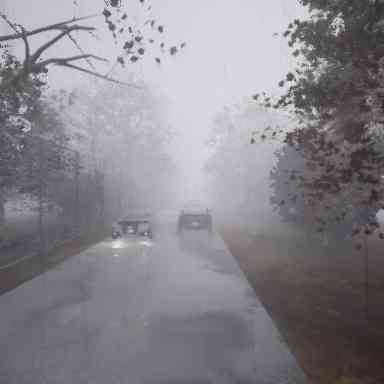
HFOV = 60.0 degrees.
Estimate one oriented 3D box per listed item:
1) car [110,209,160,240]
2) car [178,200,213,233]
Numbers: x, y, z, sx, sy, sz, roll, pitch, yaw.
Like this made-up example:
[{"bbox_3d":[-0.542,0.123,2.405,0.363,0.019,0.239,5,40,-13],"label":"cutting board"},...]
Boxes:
[{"bbox_3d":[-2.771,1.563,16.966,1.994,1.385,4.181,0,0,0],"label":"car"},{"bbox_3d":[0.180,1.476,19.589,1.882,1.535,5.008,0,0,0],"label":"car"}]
